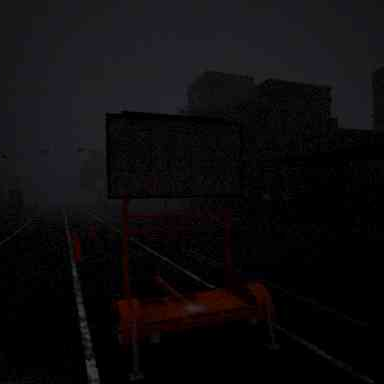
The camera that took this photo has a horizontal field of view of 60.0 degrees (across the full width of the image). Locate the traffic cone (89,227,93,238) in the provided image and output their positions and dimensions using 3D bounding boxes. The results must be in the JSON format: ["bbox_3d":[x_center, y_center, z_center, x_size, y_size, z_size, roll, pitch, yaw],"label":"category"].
[{"bbox_3d":[-5.276,2.150,17.714,0.340,0.580,0.340,-1,0,-22],"label":"traffic cone"}]

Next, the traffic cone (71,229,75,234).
[{"bbox_3d":[-5.473,2.137,15.486,0.340,0.580,0.340,-1,0,-22],"label":"traffic cone"}]

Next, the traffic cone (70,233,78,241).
[{"bbox_3d":[-4.739,2.113,13.626,0.340,0.580,0.340,-1,0,-22],"label":"traffic cone"}]

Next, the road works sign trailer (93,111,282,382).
[{"bbox_3d":[-0.274,0.500,5.732,2.380,3.560,2.880,-1,0,-22],"label":"road works sign trailer"}]

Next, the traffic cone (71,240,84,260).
[{"bbox_3d":[-4.006,2.089,11.765,0.340,0.580,0.340,-1,0,-22],"label":"traffic cone"}]
